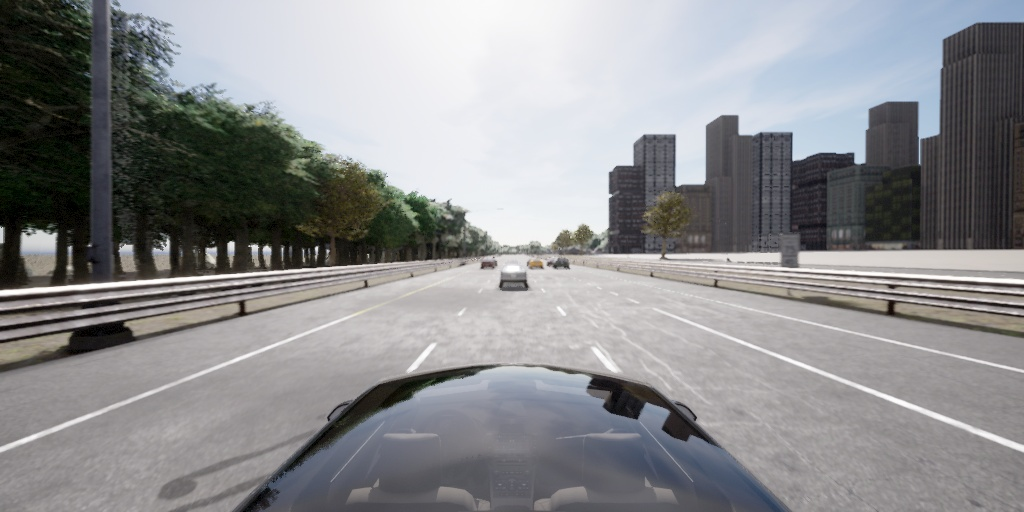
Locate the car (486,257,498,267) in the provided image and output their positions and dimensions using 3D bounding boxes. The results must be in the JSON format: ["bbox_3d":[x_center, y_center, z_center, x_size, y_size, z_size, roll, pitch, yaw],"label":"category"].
[{"bbox_3d":[-3.485,1.013,62.625,1.882,1.535,5.008,0,0,0],"label":"car"}]

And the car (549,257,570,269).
[{"bbox_3d":[7.013,0.918,52.083,2.097,1.767,4.553,0,0,0],"label":"car"}]

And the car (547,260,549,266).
[{"bbox_3d":[7.014,1.057,62.510,1.812,1.442,4.674,0,0,0],"label":"car"}]

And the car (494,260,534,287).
[{"bbox_3d":[0.106,1.216,23.786,2.033,1.411,5.357,0,0,0],"label":"car"}]

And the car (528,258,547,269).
[{"bbox_3d":[3.513,1.045,52.115,1.882,1.535,5.008,0,0,0],"label":"car"}]

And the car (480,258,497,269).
[{"bbox_3d":[-3.487,1.048,52.116,1.882,1.535,5.008,0,0,0],"label":"car"}]
